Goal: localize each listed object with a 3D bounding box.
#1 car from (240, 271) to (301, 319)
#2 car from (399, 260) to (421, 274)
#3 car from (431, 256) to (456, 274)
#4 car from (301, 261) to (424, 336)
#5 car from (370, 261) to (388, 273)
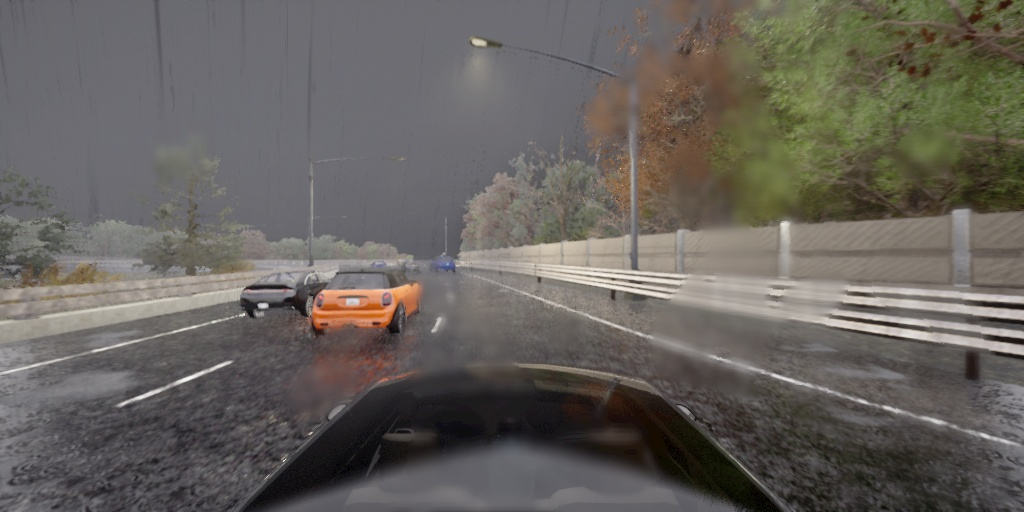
[{"bbox_3d":[-7.747,1.287,13.201,2.128,1.511,4.902,0,0,-6],"label":"car"},{"bbox_3d":[-12.962,1.340,45.476,2.128,1.511,4.902,0,0,-23],"label":"car"},{"bbox_3d":[-8.433,1.048,43.831,2.150,2.045,5.566,0,0,-22],"label":"car"},{"bbox_3d":[-4.004,1.128,10.738,2.097,1.767,4.553,0,0,-5],"label":"car"},{"bbox_3d":[-17.250,1.394,46.482,1.812,1.442,4.674,0,0,-25],"label":"car"}]
